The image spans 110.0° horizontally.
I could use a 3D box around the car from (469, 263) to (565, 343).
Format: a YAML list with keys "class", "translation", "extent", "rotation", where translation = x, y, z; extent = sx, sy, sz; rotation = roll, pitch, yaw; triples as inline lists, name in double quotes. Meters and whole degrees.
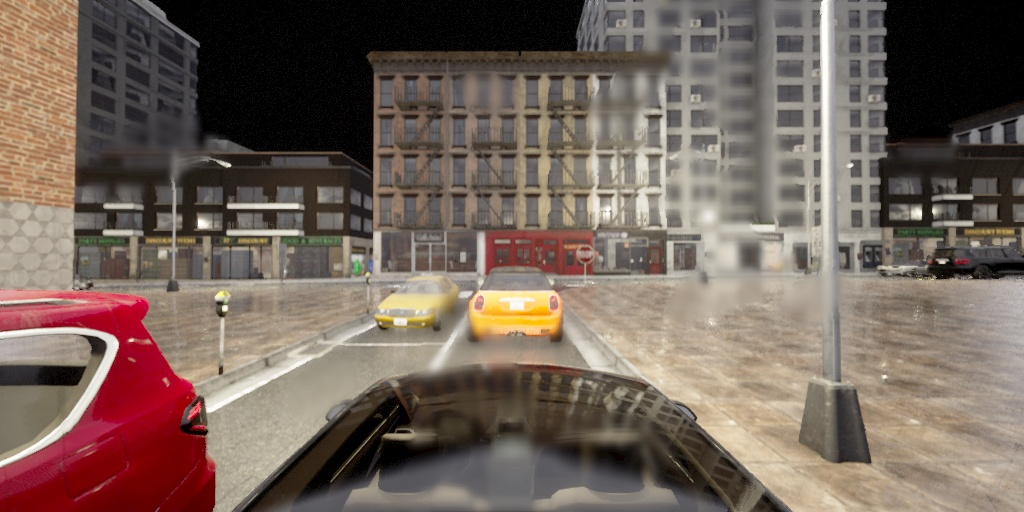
- class: "car"
  translation: [0.108, 1.045, 9.628]
  extent: [2.097, 1.767, 4.553]
  rotation: [0, 0, 0]

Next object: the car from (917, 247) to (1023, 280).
- class: "car"
  translation: [28.705, 0.477, 21.690]
  extent: [5.566, 2.045, 2.150]
  rotation: [0, -1, 0]

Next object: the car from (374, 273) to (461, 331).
- class: "car"
  translation: [-2.620, 1.208, 10.822]
  extent: [1.751, 1.417, 4.829]
  rotation: [0, 0, 0]

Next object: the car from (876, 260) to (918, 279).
- class: "car"
  translation: [28.128, 0.903, 24.624]
  extent: [4.718, 1.301, 1.895]
  rotation: [0, -1, 0]
